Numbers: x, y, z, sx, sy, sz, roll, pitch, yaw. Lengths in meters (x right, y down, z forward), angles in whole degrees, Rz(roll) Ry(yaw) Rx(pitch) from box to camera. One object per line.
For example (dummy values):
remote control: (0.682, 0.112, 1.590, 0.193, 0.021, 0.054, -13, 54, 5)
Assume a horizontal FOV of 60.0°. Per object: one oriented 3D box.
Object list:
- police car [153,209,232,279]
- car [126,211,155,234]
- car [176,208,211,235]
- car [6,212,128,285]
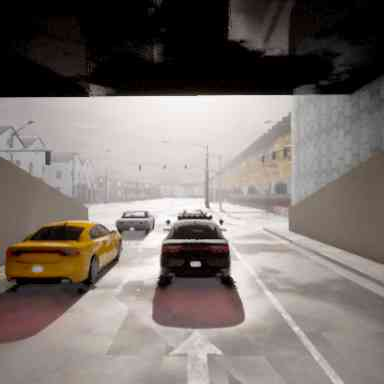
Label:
police car: (0.092, 1.537, 10.536, 1.930, 1.638, 5.238, 0, 0, 0)
car: (-3.427, 1.824, 21.092, 1.895, 1.301, 4.718, 0, -1, 0)
car: (0.072, 1.788, 21.205, 1.994, 1.385, 4.181, 0, -1, -1)
car: (-3.406, 1.582, 9.825, 1.882, 1.535, 5.008, 0, -1, 0)
